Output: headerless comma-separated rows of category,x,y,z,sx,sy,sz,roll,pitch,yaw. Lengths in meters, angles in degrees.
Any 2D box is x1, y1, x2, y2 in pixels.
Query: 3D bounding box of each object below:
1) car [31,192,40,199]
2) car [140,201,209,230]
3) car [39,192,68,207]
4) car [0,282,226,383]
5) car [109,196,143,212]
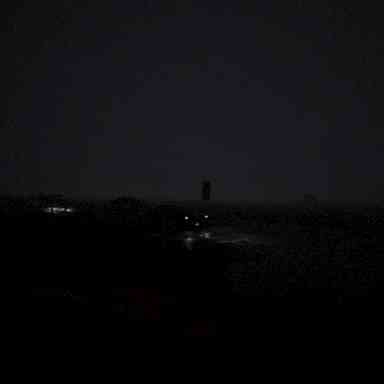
car,-28.755,0.715,62.114,2.128,1.511,4.902,0,1,-38
car,-1.047,1.490,20.570,1.895,1.301,4.718,0,1,-38
car,-16.716,1.011,40.680,1.882,1.535,5.008,0,1,-38
car,-1.901,1.440,1.856,5.008,1.535,1.882,1,1,-44
car,-6.714,1.171,33.843,1.882,1.535,5.008,0,1,-38
